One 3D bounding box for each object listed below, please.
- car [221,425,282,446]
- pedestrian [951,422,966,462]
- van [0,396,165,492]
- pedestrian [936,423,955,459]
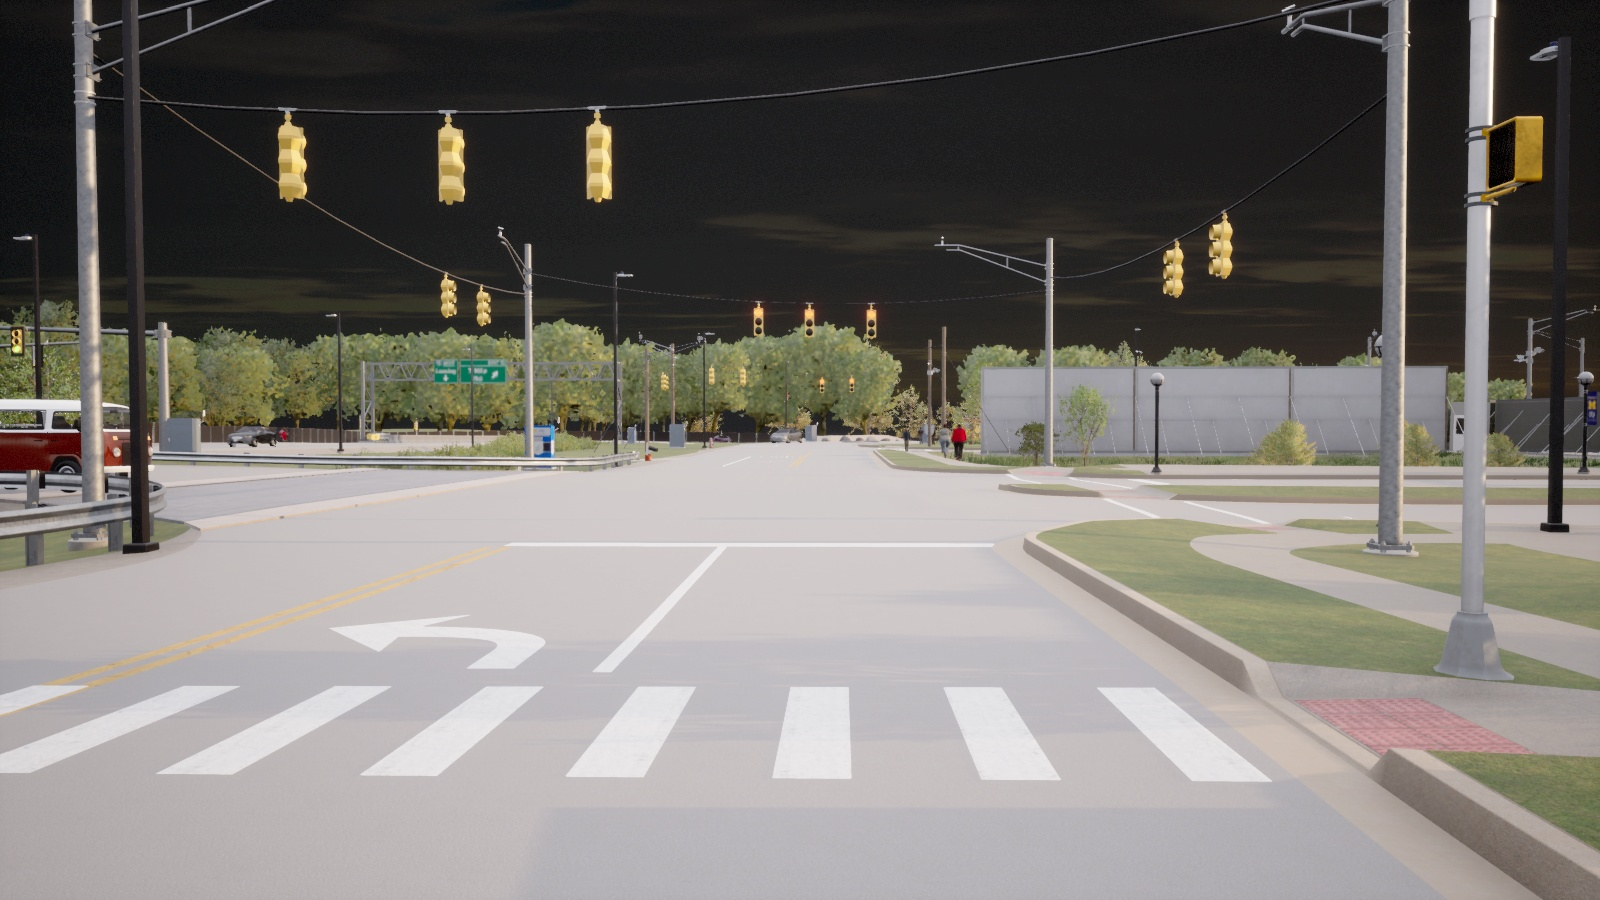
[{"bbox_3d":[-39.163,-1.039,89.770,2.128,1.511,4.902,0,1,2],"label":"car"},{"bbox_3d":[7.595,-0.391,60.109,0.634,1.844,0.899,0,2,2],"label":"pedestrian"},{"bbox_3d":[-16.841,-0.137,27.853,4.480,2.038,2.069,0,1,5],"label":"van"},{"bbox_3d":[7.660,-0.475,66.158,0.874,1.855,0.900,0,2,1],"label":"pedestrian"}]
